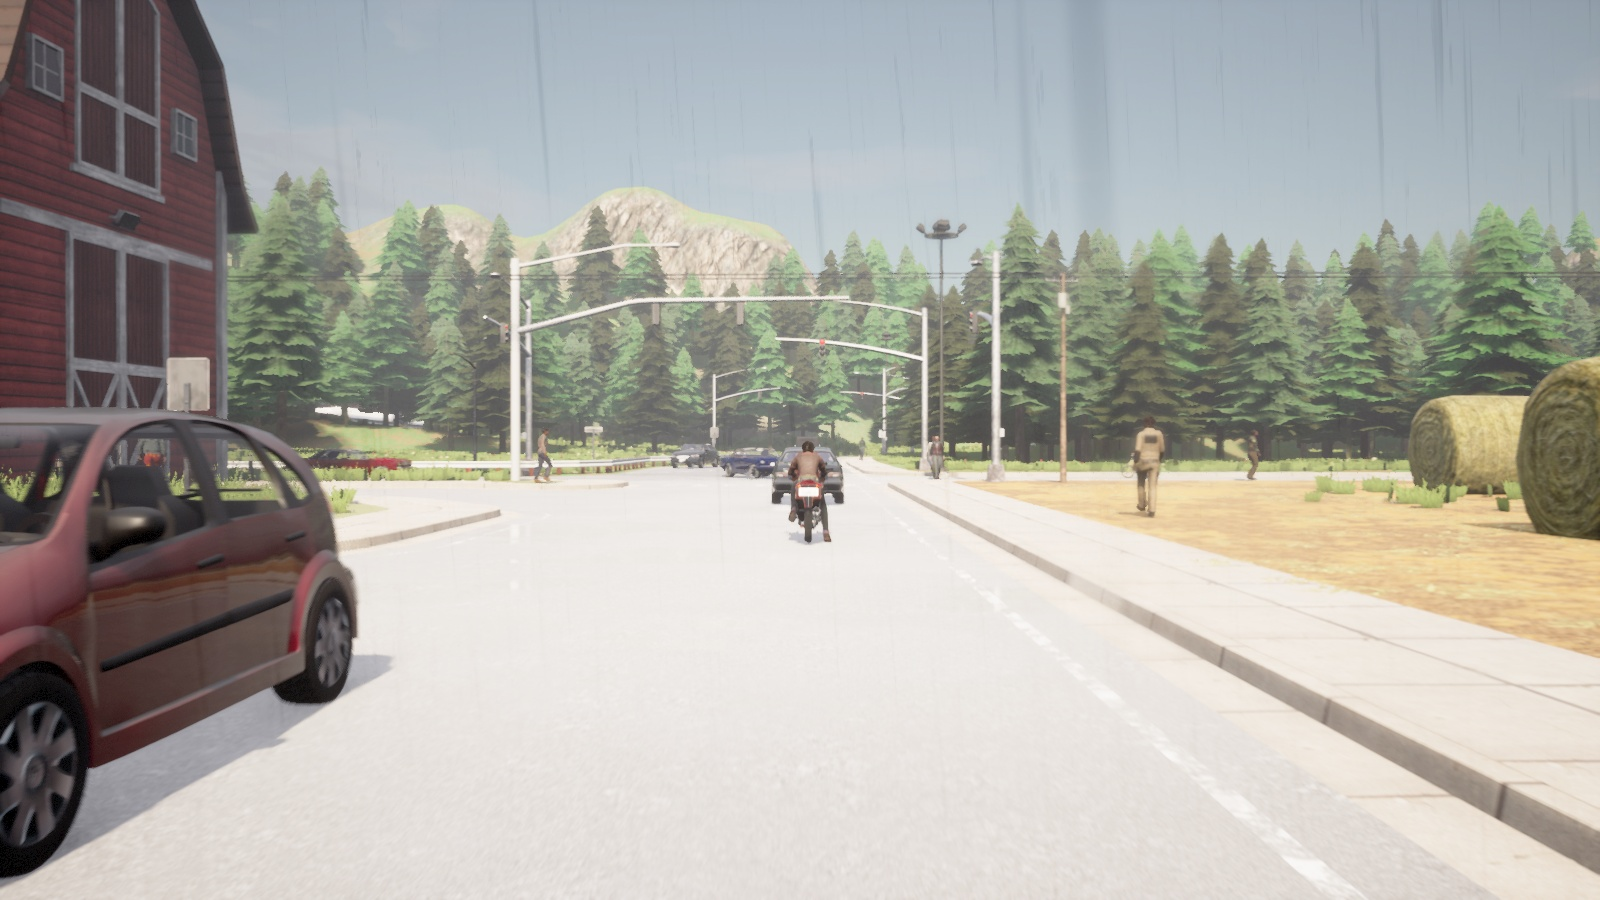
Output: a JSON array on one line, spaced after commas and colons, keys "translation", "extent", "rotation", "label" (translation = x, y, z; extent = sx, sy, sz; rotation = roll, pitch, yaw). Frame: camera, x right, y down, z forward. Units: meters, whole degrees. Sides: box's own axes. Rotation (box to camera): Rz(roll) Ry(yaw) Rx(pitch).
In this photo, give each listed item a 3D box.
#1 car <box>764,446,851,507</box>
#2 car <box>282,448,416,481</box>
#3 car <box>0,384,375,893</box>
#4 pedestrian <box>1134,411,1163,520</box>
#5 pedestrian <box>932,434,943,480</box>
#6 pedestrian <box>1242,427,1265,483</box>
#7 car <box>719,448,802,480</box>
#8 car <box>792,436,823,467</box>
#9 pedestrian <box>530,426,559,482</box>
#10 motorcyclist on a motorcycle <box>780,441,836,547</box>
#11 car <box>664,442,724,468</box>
[{"translation": [0.201, 0.609, 32.282], "extent": [2.033, 1.411, 5.357], "rotation": [0, 0, 0], "label": "car"}, {"translation": [-18.048, 0.575, 50.375], "extent": [4.718, 1.301, 1.895], "rotation": [0, 0, 1], "label": "car"}, {"translation": [-3.448, 0.564, 5.421], "extent": [1.851, 1.617, 3.988], "rotation": [0, 1, 0], "label": "car"}, {"translation": [6.259, 0.276, 22.563], "extent": [0.396, 1.930, 0.692], "rotation": [0, 0, 7], "label": "pedestrian"}, {"translation": [5.532, 0.285, 50.503], "extent": [0.376, 1.854, 0.720], "rotation": [0, 0, 3], "label": "pedestrian"}, {"translation": [15.965, 0.172, 44.216], "extent": [0.692, 1.930, 0.395], "rotation": [0, 0, 4], "label": "pedestrian"}, {"translation": [-1.746, 0.558, 53.781], "extent": [1.895, 1.301, 4.718], "rotation": [0, 0, -24], "label": "car"}, {"translation": [0.463, 0.100, 78.572], "extent": [1.905, 1.878, 3.866], "rotation": [0, 0, 0], "label": "car"}, {"translation": [-8.375, 0.135, 41.143], "extent": [0.869, 1.805, 0.328], "rotation": [0, 0, -33], "label": "pedestrian"}, {"translation": [0.123, 0.622, 18.989], "extent": [0.797, 1.523, 2.044], "rotation": [0, 0, 0], "label": "motorcyclist on a motorcycle"}, {"translation": [-6.237, 0.278, 74.404], "extent": [2.128, 1.511, 4.902], "rotation": [0, 0, 13], "label": "car"}]
